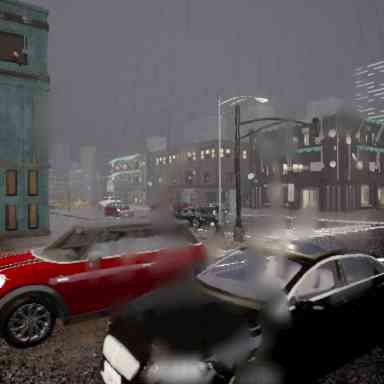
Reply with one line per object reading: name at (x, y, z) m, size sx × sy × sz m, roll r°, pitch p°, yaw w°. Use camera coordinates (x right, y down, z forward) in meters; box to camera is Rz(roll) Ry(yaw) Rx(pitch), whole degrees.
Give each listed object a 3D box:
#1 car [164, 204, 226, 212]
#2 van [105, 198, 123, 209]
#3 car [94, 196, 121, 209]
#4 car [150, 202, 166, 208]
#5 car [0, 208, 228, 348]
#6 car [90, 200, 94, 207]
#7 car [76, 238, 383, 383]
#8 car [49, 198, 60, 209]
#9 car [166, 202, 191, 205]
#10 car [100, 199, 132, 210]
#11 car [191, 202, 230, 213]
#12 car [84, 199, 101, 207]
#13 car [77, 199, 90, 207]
car at (0.102, 1.814, 24.115) m, size 1.947 × 1.339 × 4.313 m, roll -1°, pitch 0°, yaw -35°
van at (-13.777, 1.907, 58.425) m, size 1.690 × 1.788 × 3.998 m, roll -1°, pitch 0°, yaw -35°
car at (-13.212, 1.760, 53.159) m, size 2.150 × 2.045 × 5.566 m, roll -1°, pitch -1°, yaw -35°
car at (-4.176, 1.966, 44.872) m, size 1.802 × 1.307 × 4.206 m, roll -1°, pitch 0°, yaw -35°
car at (-1.769, 1.351, 6.410) m, size 4.553 × 1.767 × 2.097 m, roll 0°, pitch 0°, yaw -35°
car at (-16.976, 1.940, 62.942) m, size 2.192 × 1.841 × 5.009 m, roll -1°, pitch 0°, yaw -35°
car at (1.246, 1.491, 4.564) m, size 4.902 × 1.511 × 2.128 m, roll 0°, pitch 0°, yaw -35°
car at (-23.711, 2.233, 57.960) m, size 1.752 × 1.417 × 4.829 m, roll -1°, pitch 0°, yaw -35°
car at (-0.979, 1.904, 40.355) m, size 1.802 × 1.307 × 4.206 m, roll -2°, pitch 0°, yaw -35°
car at (-7.820, 1.846, 35.510) m, size 1.967 × 1.590 × 4.097 m, roll -1°, pitch 0°, yaw -35°
car at (2.219, 1.810, 35.837) m, size 2.008 × 1.369 × 4.403 m, roll -2°, pitch 0°, yaw -35°
car at (-20.169, 2.228, 67.460) m, size 1.887 × 1.381 × 4.507 m, roll -1°, pitch 0°, yaw -35°
car at (-21.646, 2.175, 65.075) m, size 1.882 × 1.535 × 5.008 m, roll -1°, pitch 0°, yaw -35°
